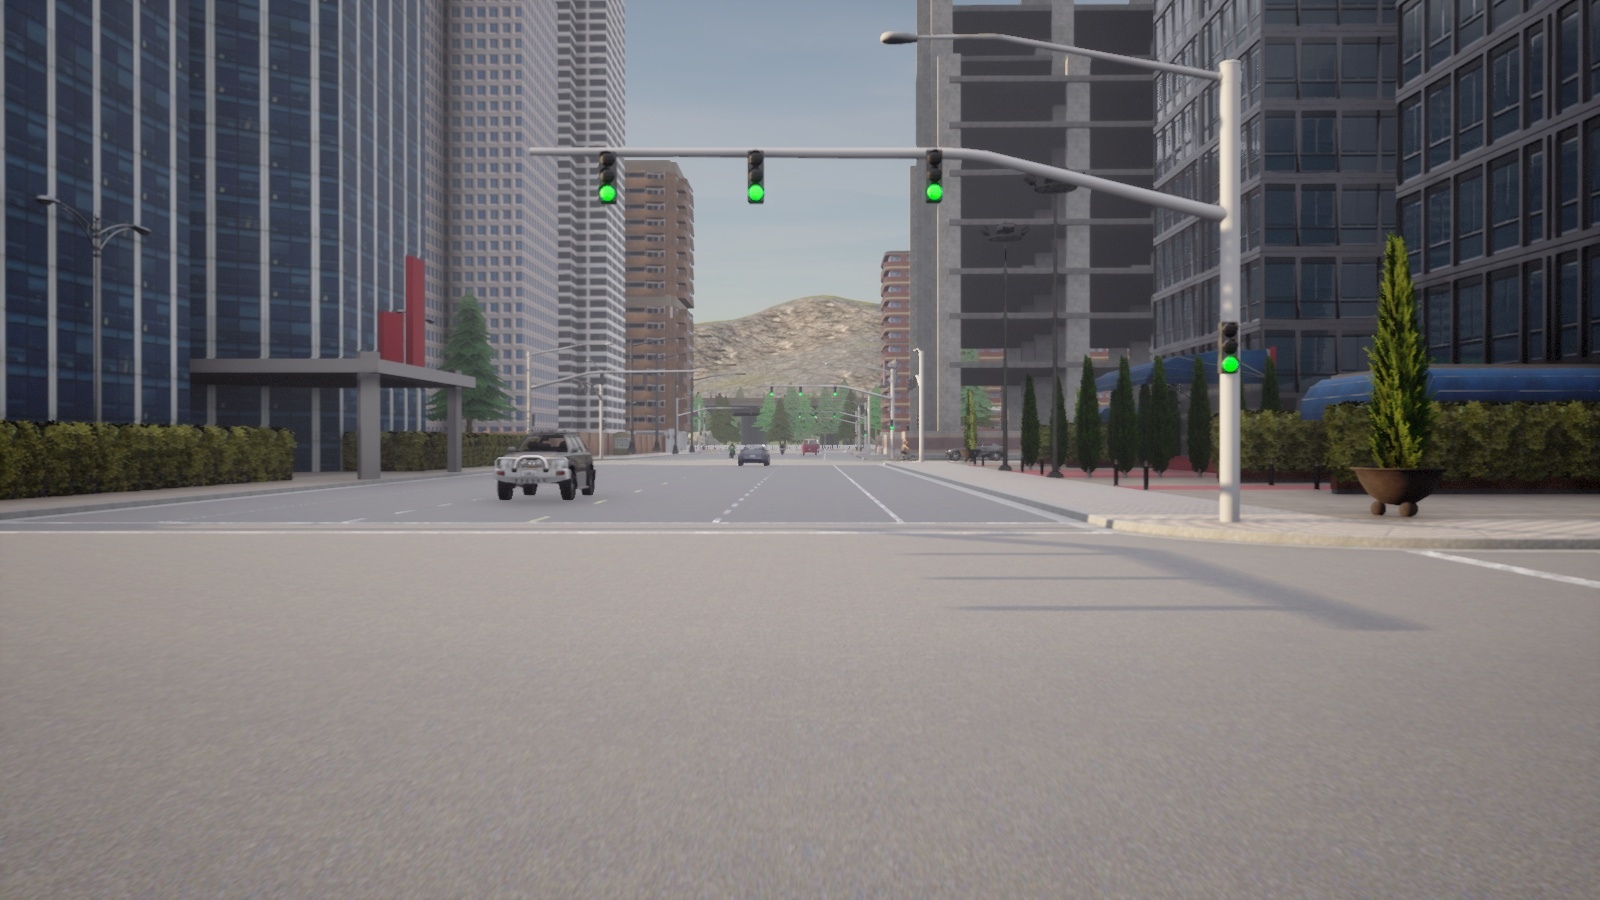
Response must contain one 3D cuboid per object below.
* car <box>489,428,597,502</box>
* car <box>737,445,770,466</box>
[{"bbox_3d":[-6.790,0.368,33.719,1.932,1.855,4.605,0,0,0],"label":"car"},{"bbox_3d":[-3.013,0.343,82.432,1.994,1.385,4.181,0,0,0],"label":"car"}]
